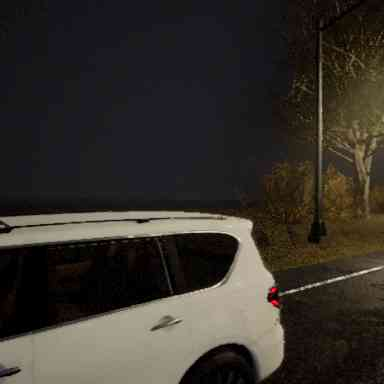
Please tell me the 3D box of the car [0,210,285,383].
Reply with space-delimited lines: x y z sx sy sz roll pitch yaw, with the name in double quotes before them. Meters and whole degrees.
"car" -1.623 1.225 2.746 5.566 2.045 2.150 1 0 -36
